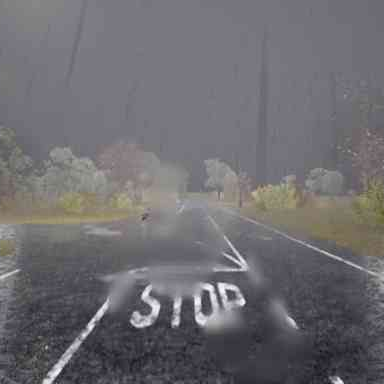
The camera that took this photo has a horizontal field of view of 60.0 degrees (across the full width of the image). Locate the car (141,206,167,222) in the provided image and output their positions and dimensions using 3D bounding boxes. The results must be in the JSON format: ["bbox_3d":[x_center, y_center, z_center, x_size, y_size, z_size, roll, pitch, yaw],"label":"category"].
[{"bbox_3d":[-3.407,1.948,30.139,1.895,1.301,4.718,0,-1,0],"label":"car"}]

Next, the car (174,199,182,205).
[{"bbox_3d":[-3.364,2.378,80.534,2.128,1.511,4.902,0,-1,2],"label":"car"}]
